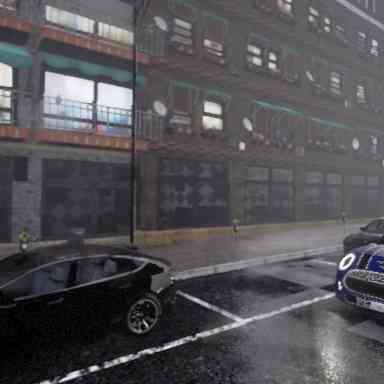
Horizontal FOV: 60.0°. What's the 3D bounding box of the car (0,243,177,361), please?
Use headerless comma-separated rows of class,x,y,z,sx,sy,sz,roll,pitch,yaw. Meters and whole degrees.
car,-2.259,1.557,5.095,4.313,1.339,1.947,0,1,-35

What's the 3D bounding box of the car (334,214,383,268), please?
car,7.069,1.552,11.521,4.313,1.339,1.947,0,1,-35

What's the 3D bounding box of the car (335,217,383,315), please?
car,4.997,1.343,6.896,4.553,1.767,2.097,0,0,-35
